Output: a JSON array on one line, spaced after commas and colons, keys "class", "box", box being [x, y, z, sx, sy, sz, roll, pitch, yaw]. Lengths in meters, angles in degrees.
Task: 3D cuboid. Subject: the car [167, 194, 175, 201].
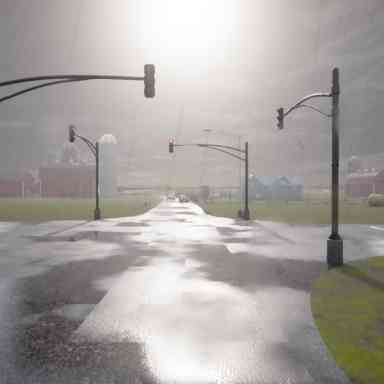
[{"class": "car", "box": [-4.676, 1.182, 73.890, 1.812, 1.442, 4.674, 0, 0, -3]}]

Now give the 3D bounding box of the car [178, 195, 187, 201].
[{"class": "car", "box": [-2.297, 1.463, 79.874, 1.837, 1.490, 4.892, 0, 0, -4]}]

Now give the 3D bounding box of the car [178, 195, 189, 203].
[{"class": "car", "box": [-1.690, 1.624, 69.889, 1.895, 1.301, 4.718, 0, 0, -3]}]
